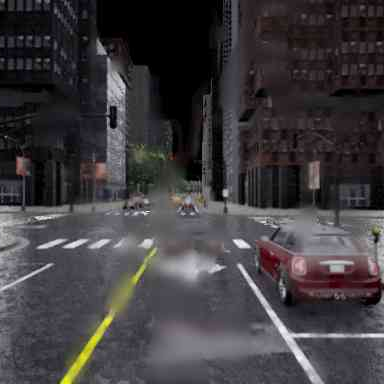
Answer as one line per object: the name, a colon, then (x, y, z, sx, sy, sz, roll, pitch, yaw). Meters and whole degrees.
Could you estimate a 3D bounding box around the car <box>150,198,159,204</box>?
car: (-9.315, 2.228, 82.168, 1.802, 1.307, 4.206, 0, -1, 0)

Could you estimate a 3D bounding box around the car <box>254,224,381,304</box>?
car: (2.763, 1.497, 8.271, 1.967, 1.590, 4.097, 0, 0, 0)

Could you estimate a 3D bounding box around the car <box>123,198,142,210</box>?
car: (-9.116, 1.912, 49.614, 1.947, 1.339, 4.313, 0, -1, 0)

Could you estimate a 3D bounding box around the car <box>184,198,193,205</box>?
car: (-0.724, 2.089, 71.362, 1.887, 1.381, 4.507, 0, -1, 0)

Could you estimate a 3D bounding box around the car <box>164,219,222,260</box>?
car: (0.042, 1.689, 12.730, 1.895, 1.301, 4.718, 0, 0, 0)

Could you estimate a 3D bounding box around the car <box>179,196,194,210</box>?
car: (-0.592, 1.787, 49.664, 1.967, 1.590, 4.097, 0, -1, 0)

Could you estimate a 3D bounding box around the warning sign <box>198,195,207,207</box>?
warning sign: (1.697, 1.495, 53.351, 1.300, 1.860, 1.060, 0, 0, 0)

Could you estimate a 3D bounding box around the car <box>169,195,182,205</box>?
car: (-3.511, 2.062, 75.824, 1.882, 1.535, 5.008, 0, -1, 0)

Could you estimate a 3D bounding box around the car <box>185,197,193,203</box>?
car: (-0.857, 2.191, 93.061, 1.967, 1.590, 4.097, 0, -1, 0)

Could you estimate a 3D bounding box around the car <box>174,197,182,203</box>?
car: (-3.574, 2.123, 86.238, 1.882, 1.535, 5.008, 0, -1, 0)

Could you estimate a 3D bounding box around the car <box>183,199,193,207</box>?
car: (-0.657, 2.026, 60.512, 1.802, 1.307, 4.206, 0, -1, 0)

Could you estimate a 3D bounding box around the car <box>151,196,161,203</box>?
car: (-9.349, 2.013, 87.596, 2.192, 1.841, 5.009, 0, -1, 0)

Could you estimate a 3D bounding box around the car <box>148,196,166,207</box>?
car: (-6.460, 1.959, 61.716, 1.837, 1.490, 4.892, 0, 0, 0)

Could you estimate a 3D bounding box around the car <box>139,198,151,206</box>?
car: (-9.215, 2.018, 65.721, 1.752, 1.417, 4.829, 0, -1, 0)

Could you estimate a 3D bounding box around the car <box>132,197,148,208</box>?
car: (-9.150, 1.710, 55.042, 2.192, 1.841, 5.009, 0, -1, 0)

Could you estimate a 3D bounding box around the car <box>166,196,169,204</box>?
car: (-6.523, 2.050, 77.709, 2.033, 1.411, 5.357, 0, -1, 0)
